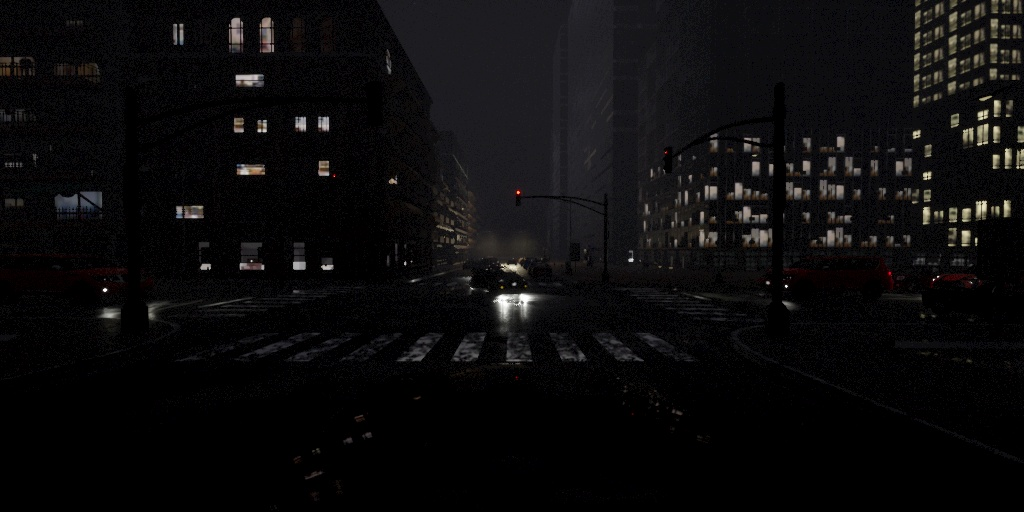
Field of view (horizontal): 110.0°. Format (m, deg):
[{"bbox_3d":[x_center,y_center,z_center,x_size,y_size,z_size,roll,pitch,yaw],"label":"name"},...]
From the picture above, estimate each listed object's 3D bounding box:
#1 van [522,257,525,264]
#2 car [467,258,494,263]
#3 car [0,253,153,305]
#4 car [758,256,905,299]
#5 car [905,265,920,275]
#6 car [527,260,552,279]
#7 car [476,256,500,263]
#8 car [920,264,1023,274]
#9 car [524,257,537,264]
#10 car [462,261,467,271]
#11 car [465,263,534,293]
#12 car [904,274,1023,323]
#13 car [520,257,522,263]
[{"bbox_3d":[2.626,1.045,49.406,1.690,1.789,3.998,0,0,0],"label":"van"},{"bbox_3d":[-3.122,1.227,36.726,1.837,1.490,4.892,0,0,0],"label":"car"},{"bbox_3d":[-18.849,0.911,15.336,5.566,2.045,2.150,0,1,1],"label":"car"},{"bbox_3d":[15.704,1.020,18.088,5.566,2.045,2.150,0,1,1],"label":"car"},{"bbox_3d":[23.361,1.230,20.722,4.097,1.591,1.967,0,0,1],"label":"car"},{"bbox_3d":[2.637,1.272,32.468,1.888,1.381,4.507,0,0,0],"label":"car"},{"bbox_3d":[-3.121,1.059,47.312,2.097,1.767,4.553,0,0,0],"label":"car"},{"bbox_3d":[24.095,1.189,17.978,4.553,1.767,2.097,0,1,1],"label":"car"},{"bbox_3d":[2.633,1.159,38.114,1.967,1.591,4.097,0,0,0],"label":"car"},{"bbox_3d":[-5.722,1.270,49.367,1.948,1.339,4.313,0,0,0],"label":"car"},{"bbox_3d":[-0.850,1.303,20.644,1.994,1.385,4.181,0,0,-29],"label":"car"},{"bbox_3d":[16.708,1.445,12.171,4.403,1.370,2.007,0,0,1],"label":"car"},{"bbox_3d":[2.622,1.240,55.052,1.888,1.381,4.507,0,0,0],"label":"car"}]
